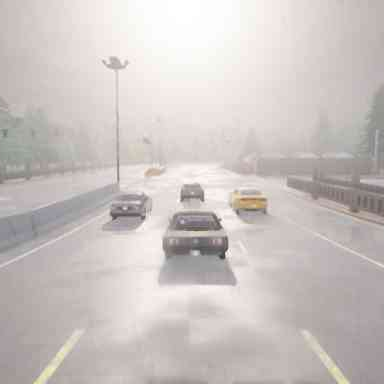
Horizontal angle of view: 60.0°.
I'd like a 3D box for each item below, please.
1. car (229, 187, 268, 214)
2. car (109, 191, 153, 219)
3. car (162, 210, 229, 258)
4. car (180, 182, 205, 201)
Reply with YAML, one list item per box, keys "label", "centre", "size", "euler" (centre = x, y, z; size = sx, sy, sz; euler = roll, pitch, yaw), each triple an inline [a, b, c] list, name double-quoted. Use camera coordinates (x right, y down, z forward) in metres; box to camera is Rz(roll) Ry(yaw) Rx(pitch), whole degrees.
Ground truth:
- label: "car"
  centre: [3.544, 0.410, 21.539]
  size: [1.882, 1.535, 5.008]
  euler: [0, 5, 0]
- label: "car"
  centre: [-3.439, 0.667, 19.512]
  size: [2.033, 1.411, 5.357]
  euler: [0, 5, 0]
- label: "car"
  centre: [0.093, 1.282, 11.406]
  size: [1.895, 1.301, 4.718]
  euler: [0, 3, 0]
- label: "car"
  centre: [0.016, -0.148, 27.781]
  size: [1.994, 1.385, 4.181]
  euler: [0, 6, 0]
